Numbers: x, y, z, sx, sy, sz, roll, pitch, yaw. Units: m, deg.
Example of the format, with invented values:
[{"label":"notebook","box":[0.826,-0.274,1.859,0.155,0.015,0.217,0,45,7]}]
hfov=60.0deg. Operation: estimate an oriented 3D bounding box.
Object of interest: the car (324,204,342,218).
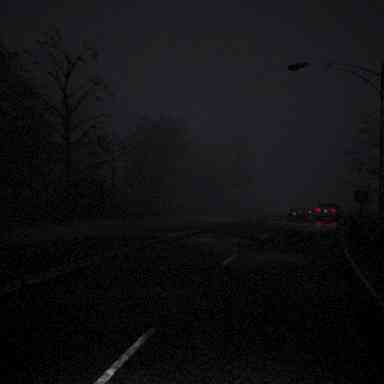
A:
[{"label":"car","box":[19.664,2.597,46.275,2.097,1.767,4.553,1,-1,27]}]

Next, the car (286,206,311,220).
[{"label":"car","box":[12.334,2.447,38.913,1.994,1.385,4.181,1,-1,27]}]

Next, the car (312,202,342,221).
[{"label":"car","box":[15.448,2.171,37.861,2.150,2.045,5.566,1,-1,27]}]
